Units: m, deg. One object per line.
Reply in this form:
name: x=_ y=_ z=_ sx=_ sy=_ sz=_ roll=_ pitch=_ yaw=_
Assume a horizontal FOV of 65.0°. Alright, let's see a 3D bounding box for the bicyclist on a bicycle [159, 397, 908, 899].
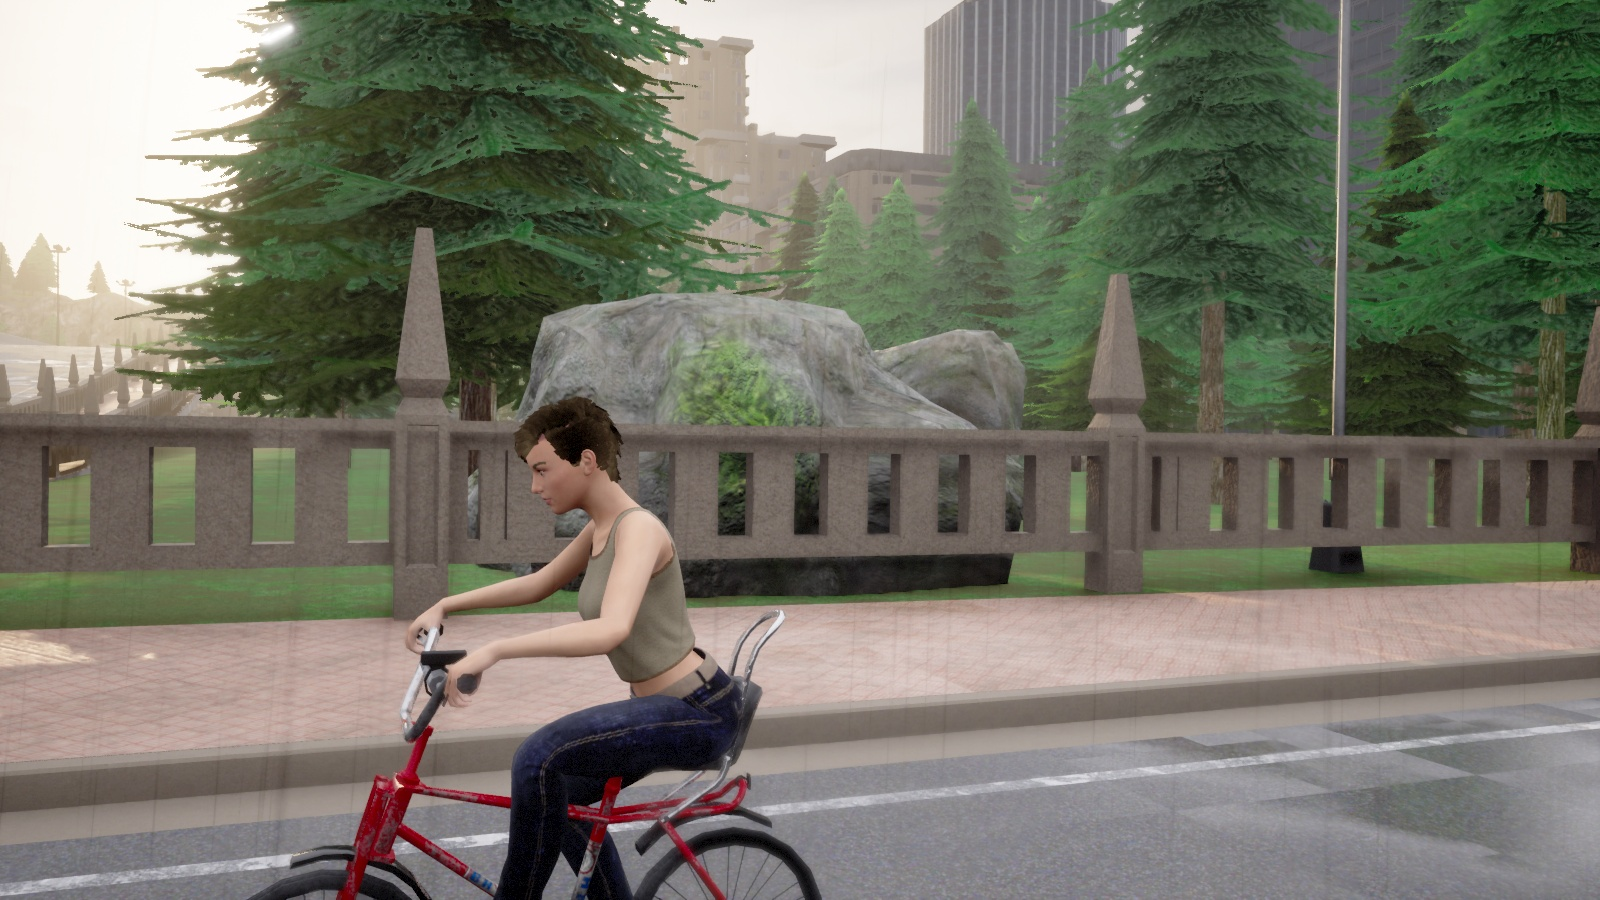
bicyclist on a bicycle: x=-0.616 y=0.692 z=2.999 sx=1.509 sy=1.612 sz=0.866 roll=-1 pitch=1 yaw=-20
